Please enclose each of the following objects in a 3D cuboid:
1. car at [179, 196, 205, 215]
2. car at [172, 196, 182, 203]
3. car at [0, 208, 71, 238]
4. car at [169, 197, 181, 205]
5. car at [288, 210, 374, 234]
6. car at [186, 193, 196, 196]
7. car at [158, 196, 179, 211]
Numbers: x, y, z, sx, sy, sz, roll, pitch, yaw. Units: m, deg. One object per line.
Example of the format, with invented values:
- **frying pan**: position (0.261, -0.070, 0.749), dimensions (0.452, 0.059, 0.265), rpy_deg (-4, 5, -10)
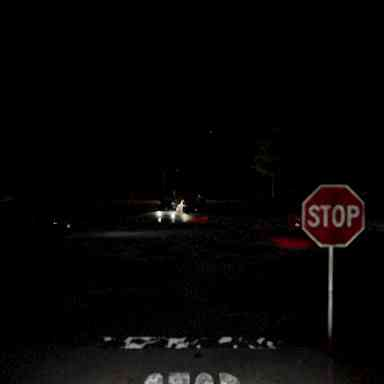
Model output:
- **car**: position (0.150, 1.474, 33.721), dimensions (2.128, 1.511, 4.902), rpy_deg (0, 0, -6)
- **car**: position (-3.100, 1.524, 70.152), dimensions (2.033, 1.411, 5.357), rpy_deg (0, 0, 0)
- **car**: position (-9.140, 1.654, 17.987), dimensions (4.902, 1.511, 2.128), rpy_deg (-2, 1, 0)
- **car**: position (-3.062, 1.561, 59.744), dimensions (1.994, 1.385, 4.181), rpy_deg (0, 0, 0)
- **car**: position (7.118, 1.324, 16.923), dimensions (5.008, 1.535, 1.882), rpy_deg (-2, 0, -30)
- **car**: position (-0.190, 1.219, 60.590), dimensions (2.150, 2.045, 5.566), rpy_deg (0, 0, 0)
- **car**: position (-2.975, 1.336, 40.375), dimensions (2.097, 1.767, 4.553), rpy_deg (0, 0, -1)
